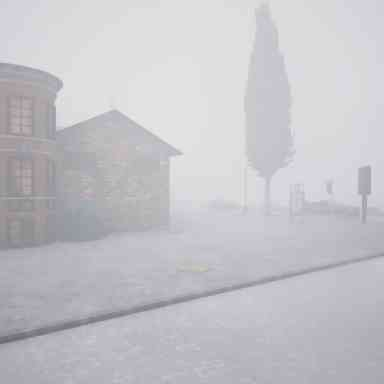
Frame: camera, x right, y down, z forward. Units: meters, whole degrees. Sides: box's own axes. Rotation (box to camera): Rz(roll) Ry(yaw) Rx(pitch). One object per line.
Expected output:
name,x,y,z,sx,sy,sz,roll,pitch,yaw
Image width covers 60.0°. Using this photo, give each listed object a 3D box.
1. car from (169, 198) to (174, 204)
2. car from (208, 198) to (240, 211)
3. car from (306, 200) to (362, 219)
car,-5.317,1.601,60.949,1.895,1.301,4.718,0,0,-35
car,3.808,1.526,40.959,1.812,1.442,4.674,0,0,-36
car,12.341,1.491,29.026,2.128,1.511,4.902,0,0,-36
